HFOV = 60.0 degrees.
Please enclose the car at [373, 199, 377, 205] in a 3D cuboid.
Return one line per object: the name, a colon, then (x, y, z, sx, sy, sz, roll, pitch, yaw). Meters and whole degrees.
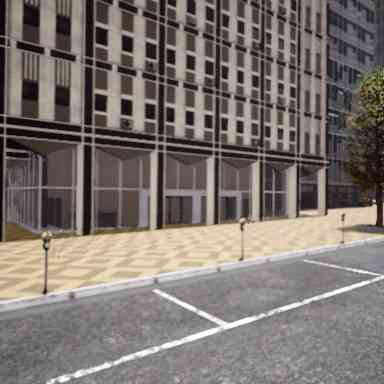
car: (29.258, 1.487, 55.603, 1.752, 1.417, 4.829, 0, -1, -35)
